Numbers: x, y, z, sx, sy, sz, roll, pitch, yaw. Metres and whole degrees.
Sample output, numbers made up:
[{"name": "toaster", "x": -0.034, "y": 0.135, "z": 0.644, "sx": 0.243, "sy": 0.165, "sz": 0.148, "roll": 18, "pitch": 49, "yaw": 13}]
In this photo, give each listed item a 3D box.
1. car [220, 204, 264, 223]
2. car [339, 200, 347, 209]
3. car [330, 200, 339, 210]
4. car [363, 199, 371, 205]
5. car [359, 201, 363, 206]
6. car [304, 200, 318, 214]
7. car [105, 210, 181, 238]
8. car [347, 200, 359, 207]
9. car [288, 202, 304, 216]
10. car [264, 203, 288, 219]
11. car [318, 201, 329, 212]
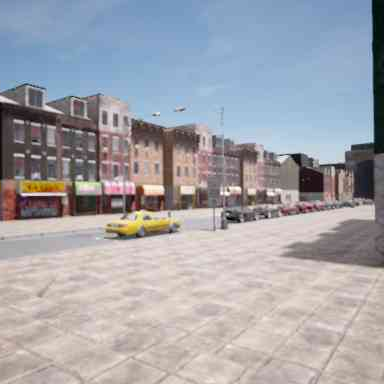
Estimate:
[{"name": "car", "x": 3.926, "y": 1.787, "z": 27.481, "sx": 1.947, "sy": 1.339, "sz": 4.313, "roll": -1, "pitch": -1, "yaw": 36}, {"name": "car", "x": 23.570, "y": 2.087, "z": 54.929, "sx": 2.008, "sy": 1.369, "sz": 4.403, "roll": -2, "pitch": -2, "yaw": 36}, {"name": "car", "x": 20.295, "y": 2.025, "z": 50.355, "sx": 2.008, "sy": 1.369, "sz": 4.403, "roll": -2, "pitch": -2, "yaw": 36}, {"name": "car", "x": 43.214, "y": 2.535, "z": 82.375, "sx": 2.008, "sy": 1.369, "sz": 4.403, "roll": -2, "pitch": -2, "yaw": 36}, {"name": "car", "x": 33.392, "y": 2.286, "z": 68.653, "sx": 1.887, "sy": 1.381, "sz": 4.507, "roll": -2, "pitch": -2, "yaw": 36}, {"name": "car", "x": 13.747, "y": 1.907, "z": 41.205, "sx": 1.887, "sy": 1.381, "sz": 4.507, "roll": -2, "pitch": -1, "yaw": 36}, {"name": "car", "x": -2.524, "y": 1.670, "z": 18.470, "sx": 1.752, "sy": 1.417, "sz": 4.829, "roll": -1, "pitch": -1, "yaw": 36}, {"name": "car", "x": 30.119, "y": 2.221, "z": 64.079, "sx": 2.008, "sy": 1.369, "sz": 4.403, "roll": -2, "pitch": -2, "yaw": 36}, {"name": "car", "x": 10.474, "y": 1.894, "z": 36.630, "sx": 1.802, "sy": 1.307, "sz": 4.206, "roll": -1, "pitch": -1, "yaw": 36}, {"name": "car", "x": 7.199, "y": 1.816, "z": 32.056, "sx": 2.008, "sy": 1.369, "sz": 4.403, "roll": -1, "pitch": -1, "yaw": 36}, {"name": "car", "x": 17.020, "y": 1.857, "z": 45.782, "sx": 1.967, "sy": 1.590, "sz": 4.097, "roll": -2, "pitch": -2, "yaw": 36}]
